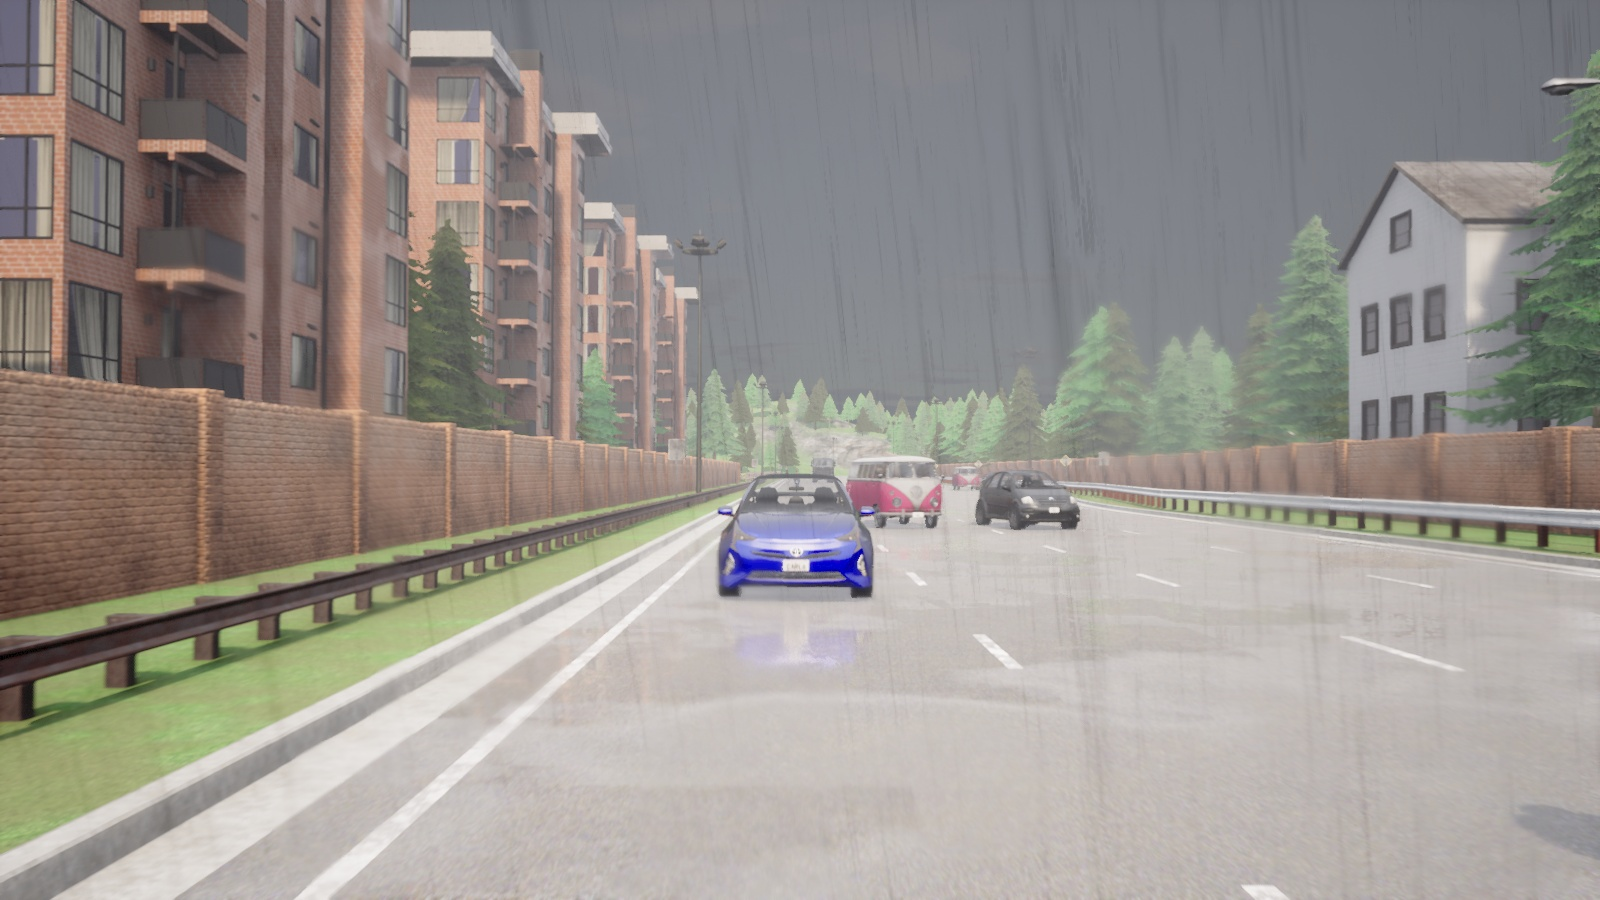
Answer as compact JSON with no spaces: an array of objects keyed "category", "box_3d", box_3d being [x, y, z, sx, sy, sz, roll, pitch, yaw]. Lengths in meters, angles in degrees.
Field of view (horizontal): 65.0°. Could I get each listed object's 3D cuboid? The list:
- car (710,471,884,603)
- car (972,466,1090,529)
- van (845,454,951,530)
[{"category":"car","box_3d":[-0.041,1.042,16.782,2.007,1.525,4.514,0,-1,0]},{"category":"car","box_3d":[6.330,1.271,34.867,1.851,1.617,3.988,0,-1,-12]},{"category":"van","box_3d":[2.677,1.150,35.427,1.775,1.987,4.442,0,-1,-12]}]
